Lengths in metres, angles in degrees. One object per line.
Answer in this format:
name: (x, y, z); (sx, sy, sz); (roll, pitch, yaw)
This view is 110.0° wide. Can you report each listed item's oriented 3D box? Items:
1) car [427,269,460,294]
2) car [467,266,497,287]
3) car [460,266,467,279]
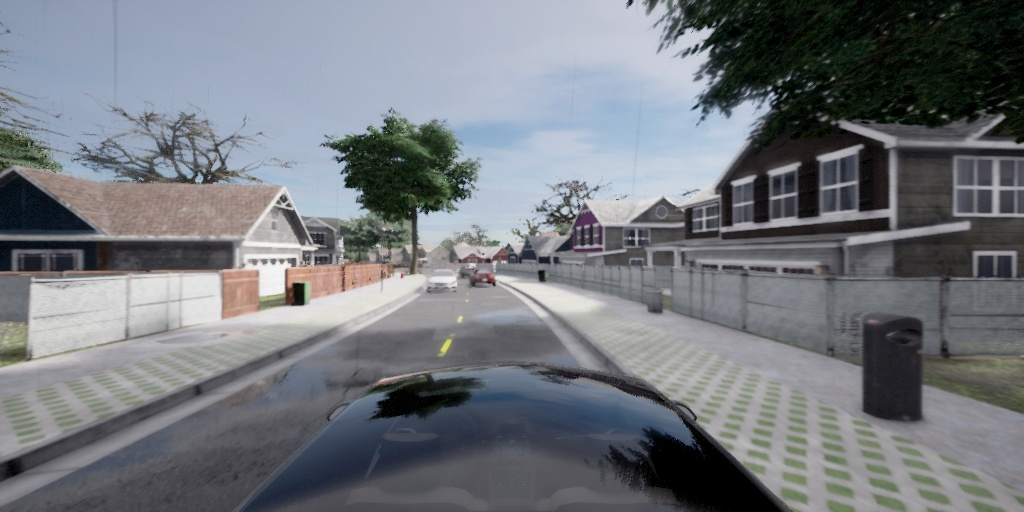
car: (-4.509, 1.606, 23.564); (1.812, 1.442, 4.674); (0, -1, -8)
car: (-2.442, 1.682, 29.282); (1.812, 1.442, 4.674); (0, -1, -10)
car: (-5.196, 1.864, 42.291); (2.128, 1.511, 4.902); (0, -1, -14)
